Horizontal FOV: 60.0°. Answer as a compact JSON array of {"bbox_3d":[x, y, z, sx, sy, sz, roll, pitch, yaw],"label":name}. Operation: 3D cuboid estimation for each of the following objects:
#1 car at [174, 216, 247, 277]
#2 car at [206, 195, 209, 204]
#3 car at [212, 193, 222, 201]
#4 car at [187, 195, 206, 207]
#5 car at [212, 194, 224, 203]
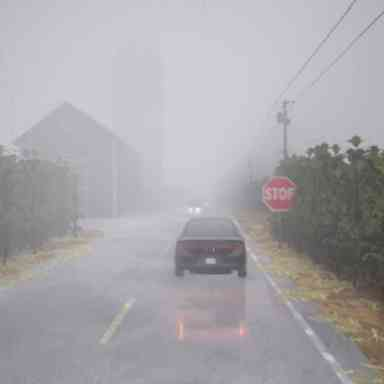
[{"bbox_3d":[0.561,1.476,10.314,1.882,1.535,5.008,0,0,3],"label":"car"},{"bbox_3d":[2.228,1.348,66.037,2.097,1.767,4.553,0,0,5],"label":"car"},{"bbox_3d":[5.966,1.164,80.163,2.097,1.767,4.553,0,0,-2],"label":"car"},{"bbox_3d":[0.472,1.494,50.289,2.128,1.511,4.902,0,0,7],"label":"car"},{"bbox_3d":[5.740,1.492,70.056,2.128,1.511,4.902,0,0,2],"label":"car"}]
